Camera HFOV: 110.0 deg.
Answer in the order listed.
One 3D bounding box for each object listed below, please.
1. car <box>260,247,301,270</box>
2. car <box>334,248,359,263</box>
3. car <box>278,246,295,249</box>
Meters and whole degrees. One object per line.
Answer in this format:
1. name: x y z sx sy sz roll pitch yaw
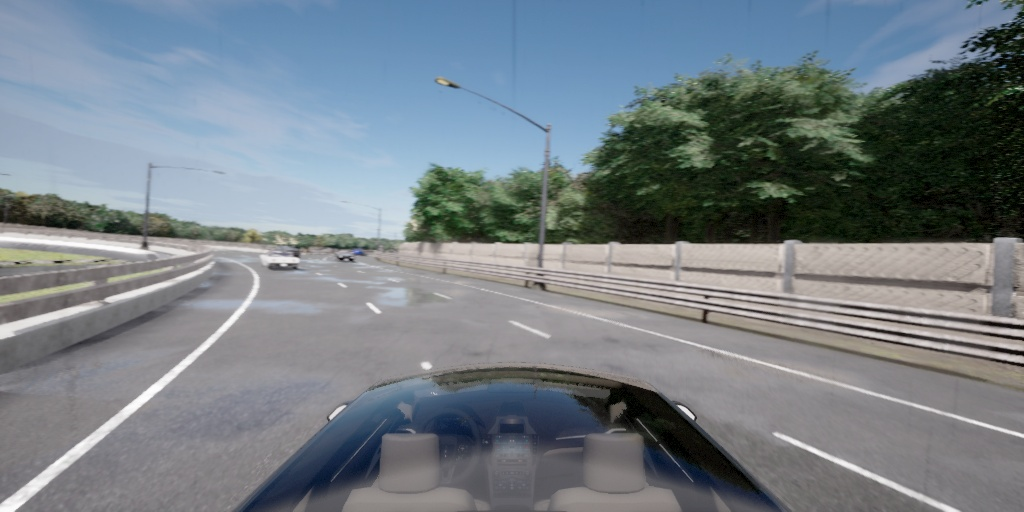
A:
1. car: -17.210 0.262 26.467 1.895 1.301 4.718 4 0 -41
2. car: -20.076 0.084 42.977 1.895 1.301 4.718 4 0 -31
3. car: -24.496 -0.322 38.614 5.008 1.535 1.882 4 0 41
